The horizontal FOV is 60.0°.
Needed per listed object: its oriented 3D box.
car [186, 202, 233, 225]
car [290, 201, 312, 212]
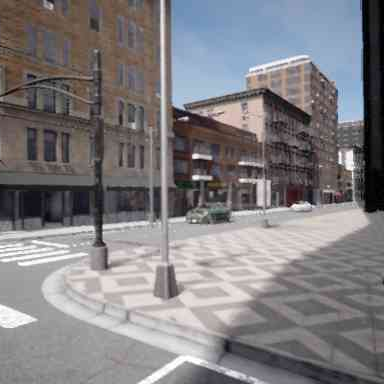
[{"bbox_3d":[1.464,1.630,26.965,2.097,1.767,4.553,-1,-1,36],"label":"car"},{"bbox_3d":[14.965,1.986,45.535,1.812,1.442,4.674,-1,-1,36],"label":"car"}]
